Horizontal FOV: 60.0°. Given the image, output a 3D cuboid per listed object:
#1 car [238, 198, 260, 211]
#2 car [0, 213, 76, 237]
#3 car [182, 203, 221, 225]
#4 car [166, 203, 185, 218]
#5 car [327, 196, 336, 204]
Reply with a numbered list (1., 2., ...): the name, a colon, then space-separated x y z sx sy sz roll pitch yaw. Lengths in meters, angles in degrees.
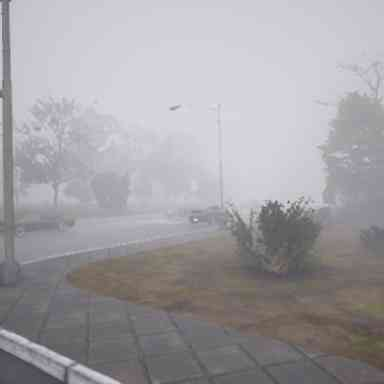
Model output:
1. car: 9.097 1.902 51.337 2.150 2.045 5.566 -2 -2 32
2. car: -10.037 2.032 21.418 1.895 1.301 4.718 -2 -1 34
3. car: 1.568 1.783 26.252 1.837 1.490 4.892 -2 -2 33
4. car: -0.885 1.957 35.617 2.128 1.511 4.902 -2 -1 32
5. car: 35.028 1.974 81.804 2.150 2.045 5.566 -2 -2 43
